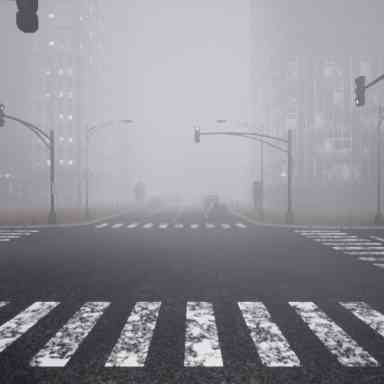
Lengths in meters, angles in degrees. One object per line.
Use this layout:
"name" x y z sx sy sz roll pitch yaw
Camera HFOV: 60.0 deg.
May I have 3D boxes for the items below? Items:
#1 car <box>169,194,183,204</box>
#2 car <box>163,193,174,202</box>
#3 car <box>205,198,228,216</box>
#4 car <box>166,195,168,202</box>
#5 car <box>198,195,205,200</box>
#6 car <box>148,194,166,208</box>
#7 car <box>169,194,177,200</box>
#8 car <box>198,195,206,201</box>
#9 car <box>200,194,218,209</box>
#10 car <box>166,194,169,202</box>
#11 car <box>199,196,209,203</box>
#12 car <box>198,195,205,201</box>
"car" -2.763 1.320 64.366 2.097 1.767 4.553 0 0 0
"car" -5.345 1.273 76.272 2.192 1.841 5.009 -1 0 0
"car" 2.515 1.569 32.103 1.802 1.307 4.206 -1 0 0
"car" -5.337 1.557 54.174 1.802 1.307 4.206 -1 0 0
"car" 2.535 1.488 92.873 1.887 1.381 4.507 -1 0 0
"car" -5.337 1.419 48.650 1.967 1.590 4.097 -1 0 0
"car" -5.347 1.383 92.846 1.967 1.590 4.097 -1 0 0
"car" 2.538 1.535 81.824 1.802 1.307 4.206 -1 0 0
"car" 2.530 1.297 43.152 2.192 1.841 5.009 -1 0 0
"car" -5.342 1.403 70.748 1.967 1.590 4.097 -1 0 0
"car" 2.540 1.507 70.774 1.887 1.381 4.507 -1 0 0
"car" 2.536 1.473 87.518 1.752 1.417 4.829 -1 0 0
